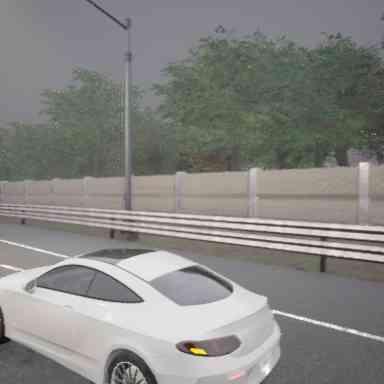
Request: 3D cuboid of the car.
[{"bbox_3d":[-1.126,1.523,4.677,4.674,1.442,1.812,0,0,36],"label":"car"}]
